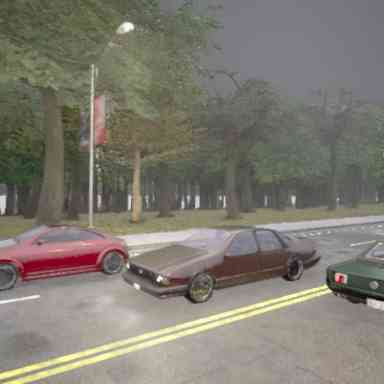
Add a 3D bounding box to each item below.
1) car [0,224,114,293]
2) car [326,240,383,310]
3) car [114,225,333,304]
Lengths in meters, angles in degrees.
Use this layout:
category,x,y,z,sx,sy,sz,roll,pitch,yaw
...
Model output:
category,x,y,z,sx,sy,sz,roll,pitch,yaw
car,-3.804,1.574,8.953,4.181,1.385,1.994,0,0,-35
car,4.957,1.641,6.971,4.718,1.301,1.895,0,0,-35
car,1.035,1.576,8.412,5.357,1.411,2.033,0,0,-35
